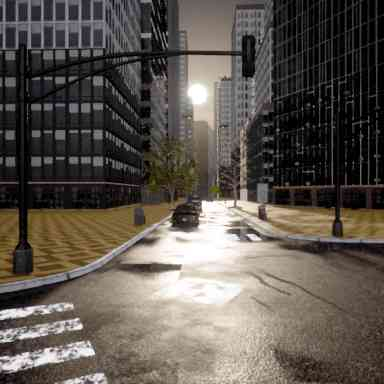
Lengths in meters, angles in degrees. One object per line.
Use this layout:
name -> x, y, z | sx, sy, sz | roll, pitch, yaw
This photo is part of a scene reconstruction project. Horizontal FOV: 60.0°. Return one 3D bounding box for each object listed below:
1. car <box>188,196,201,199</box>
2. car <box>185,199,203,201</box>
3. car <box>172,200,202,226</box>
car -> 0.311, 1.552, 46.281 | 2.150, 2.045, 5.566 | 0, 0, 2
car -> -0.068, 1.776, 35.628 | 1.812, 1.442, 4.674 | 0, 0, 2
car -> -0.433, 1.653, 25.415 | 1.882, 1.535, 5.008 | 0, 0, 2
